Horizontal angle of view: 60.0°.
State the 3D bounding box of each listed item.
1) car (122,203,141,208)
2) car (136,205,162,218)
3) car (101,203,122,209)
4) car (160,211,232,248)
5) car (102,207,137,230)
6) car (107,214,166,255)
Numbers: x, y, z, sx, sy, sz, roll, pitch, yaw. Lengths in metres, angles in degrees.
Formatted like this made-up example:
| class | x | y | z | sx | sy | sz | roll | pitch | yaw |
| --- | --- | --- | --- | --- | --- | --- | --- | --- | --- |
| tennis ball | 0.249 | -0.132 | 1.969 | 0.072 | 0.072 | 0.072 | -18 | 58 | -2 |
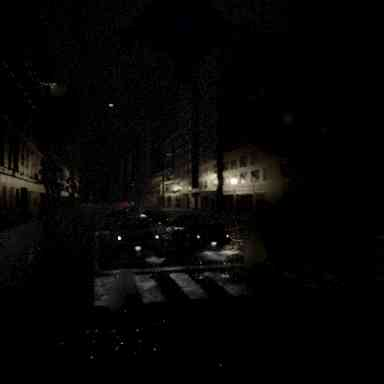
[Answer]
| class | x | y | z | sx | sy | sz | roll | pitch | yaw |
| --- | --- | --- | --- | --- | --- | --- | --- | --- | --- |
| car | -8.974 | 2.673 | 49.303 | 1.895 | 1.301 | 4.718 | 1 | -1 | -16 |
| car | -3.311 | 2.170 | 29.111 | 2.033 | 1.411 | 5.357 | 1 | -1 | -16 |
| car | -10.615 | 2.416 | 43.031 | 2.128 | 1.511 | 4.902 | 1 | -2 | -15 |
| car | 0.135 | 1.893 | 16.906 | 2.033 | 1.411 | 5.357 | 1 | -1 | -18 |
| car | -5.609 | 2.091 | 25.355 | 1.994 | 1.385 | 4.181 | 1 | -1 | -15 |
| car | -2.634 | 1.889 | 14.866 | 1.895 | 1.301 | 4.718 | 1 | -1 | -16 |
